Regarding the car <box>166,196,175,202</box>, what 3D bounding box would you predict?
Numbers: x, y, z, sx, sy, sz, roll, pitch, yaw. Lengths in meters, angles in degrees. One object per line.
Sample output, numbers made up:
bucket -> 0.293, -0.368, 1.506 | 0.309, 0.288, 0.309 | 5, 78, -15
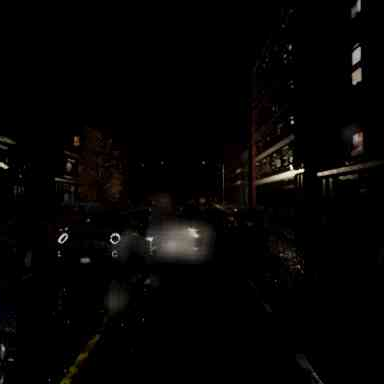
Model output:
car -> -5.827, 1.936, 90.986 | 1.967, 1.590, 4.097 | 1, 0, 0

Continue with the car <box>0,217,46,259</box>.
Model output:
car -> -5.696, 1.606, 11.373 | 1.887, 1.381, 4.507 | 1, 0, 0

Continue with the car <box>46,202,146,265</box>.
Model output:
car -> -3.107, 1.416, 11.939 | 2.097, 1.767, 4.553 | 0, 0, 0

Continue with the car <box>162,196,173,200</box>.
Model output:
car -> -5.798, 1.840, 73.926 | 1.967, 1.590, 4.097 | 1, 0, 0

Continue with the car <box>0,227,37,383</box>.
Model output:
car -> -3.064, 1.364, 2.041 | 2.097, 1.767, 4.553 | 0, 0, -1

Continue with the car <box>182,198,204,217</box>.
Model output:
car -> -0.050, 1.661, 34.177 | 1.882, 1.535, 5.008 | 0, -1, 0

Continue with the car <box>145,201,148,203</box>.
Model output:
car -> -5.753, 1.827, 45.493 | 1.802, 1.307, 4.206 | 1, 0, 0

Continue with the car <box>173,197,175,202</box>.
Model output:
car -> -5.820, 2.030, 85.300 | 1.947, 1.339, 4.313 | 1, 0, 0

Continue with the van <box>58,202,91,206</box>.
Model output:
van -> -5.701, 1.433, 17.062 | 1.690, 1.788, 3.998 | 1, 0, 0

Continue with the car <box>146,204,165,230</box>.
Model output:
car -> -3.115, 1.719, 22.032 | 1.895, 1.301, 4.718 | 0, 0, 0

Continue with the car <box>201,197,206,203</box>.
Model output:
car -> 2.570, 1.959, 79.858 | 1.752, 1.417, 4.829 | 1, 0, 0

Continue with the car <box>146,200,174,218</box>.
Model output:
car -> -3.102, 1.778, 32.929 | 1.895, 1.301, 4.718 | 0, 0, 0

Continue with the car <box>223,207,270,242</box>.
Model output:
car -> 2.677, 1.532, 17.136 | 1.967, 1.590, 4.097 | 1, 0, 0
